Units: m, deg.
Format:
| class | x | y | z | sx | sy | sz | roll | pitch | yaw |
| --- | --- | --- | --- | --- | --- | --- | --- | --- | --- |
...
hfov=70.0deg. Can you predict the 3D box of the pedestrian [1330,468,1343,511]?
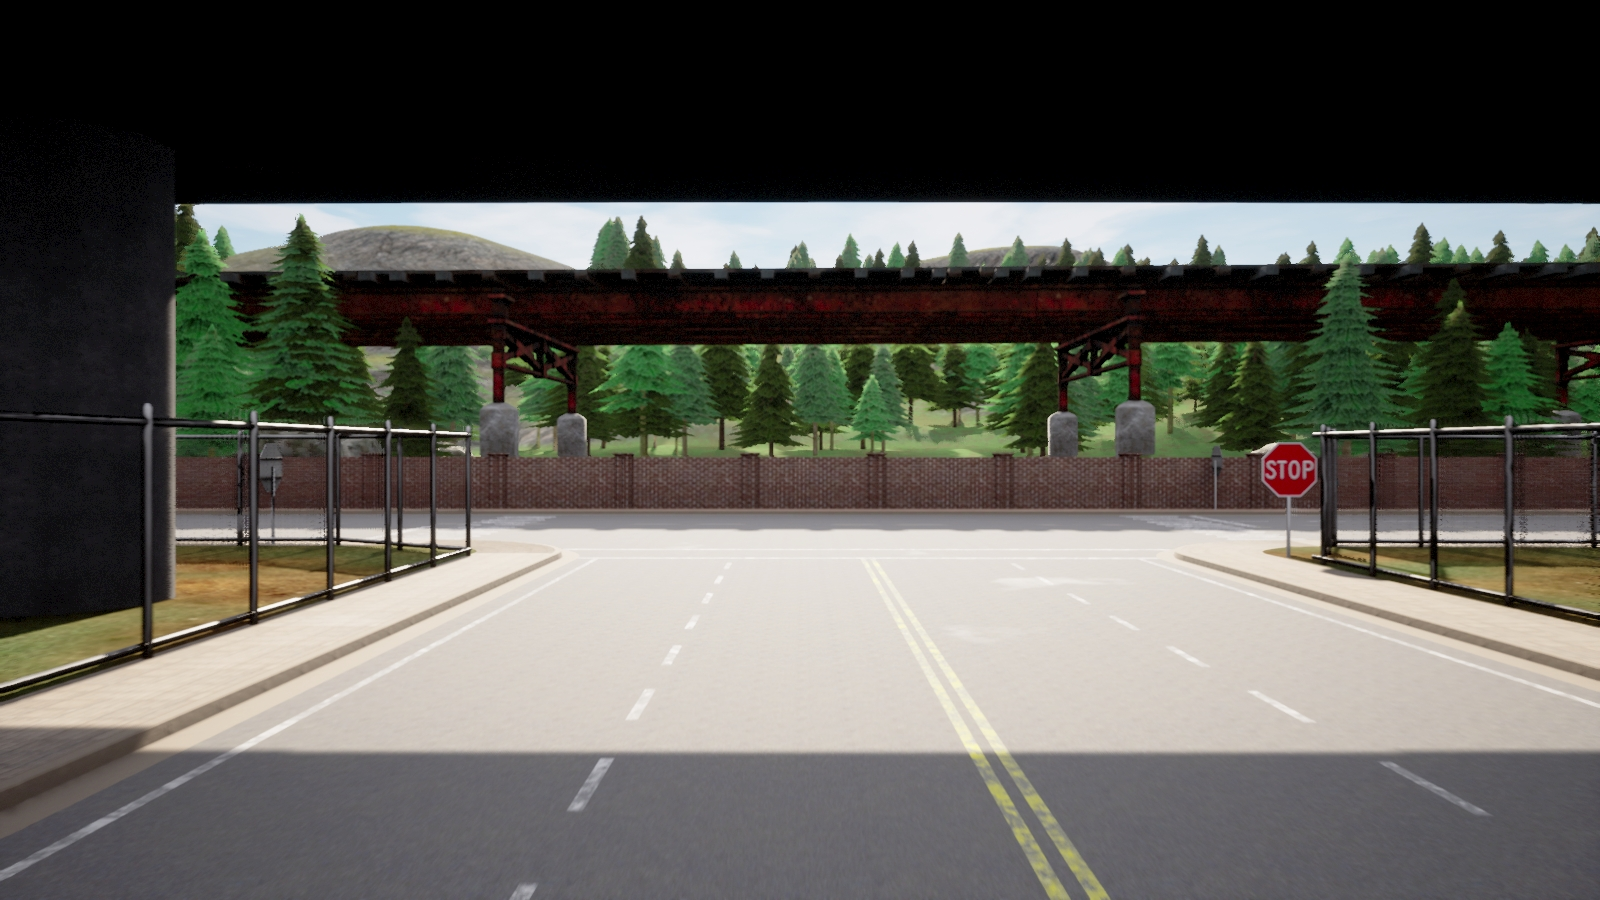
| class | x | y | z | sx | sy | sz | roll | pitch | yaw |
| --- | --- | --- | --- | --- | --- | --- | --- | --- | --- |
| pedestrian | 23.305 | 1.696 | 49.611 | 0.375 | 1.860 | 0.375 | 0 | 0 | -2 |
